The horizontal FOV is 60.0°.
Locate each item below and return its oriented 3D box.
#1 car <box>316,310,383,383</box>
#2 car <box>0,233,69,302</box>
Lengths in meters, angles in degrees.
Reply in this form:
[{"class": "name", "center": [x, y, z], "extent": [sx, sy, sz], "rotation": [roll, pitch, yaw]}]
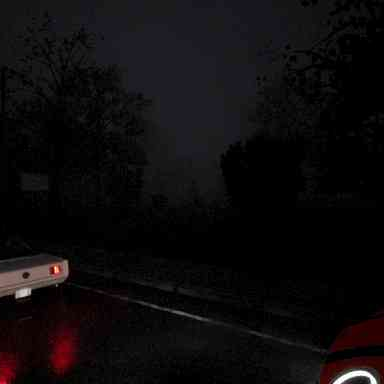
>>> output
[{"class": "car", "center": [3.066, 1.352, 1.842], "extent": [4.553, 1.767, 2.097], "rotation": [0, 0, 35]}, {"class": "car", "center": [-4.960, 1.601, 7.515], "extent": [4.718, 1.301, 1.895], "rotation": [0, 0, 35]}]
